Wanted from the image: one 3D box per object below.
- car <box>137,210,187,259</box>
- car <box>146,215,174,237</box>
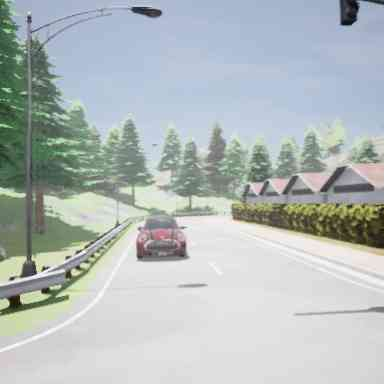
[{"bbox_3d":[-1.418,1.944,15.491,2.097,1.767,4.553,-1,-2,-6],"label":"car"},{"bbox_3d":[-2.469,2.497,25.302,1.895,1.301,4.718,-1,-2,-6],"label":"car"}]
